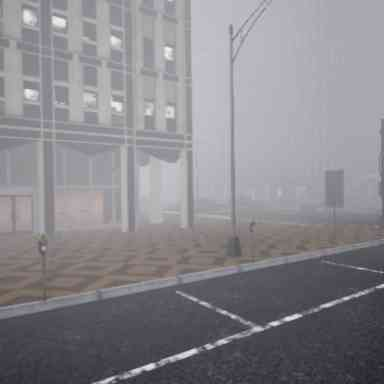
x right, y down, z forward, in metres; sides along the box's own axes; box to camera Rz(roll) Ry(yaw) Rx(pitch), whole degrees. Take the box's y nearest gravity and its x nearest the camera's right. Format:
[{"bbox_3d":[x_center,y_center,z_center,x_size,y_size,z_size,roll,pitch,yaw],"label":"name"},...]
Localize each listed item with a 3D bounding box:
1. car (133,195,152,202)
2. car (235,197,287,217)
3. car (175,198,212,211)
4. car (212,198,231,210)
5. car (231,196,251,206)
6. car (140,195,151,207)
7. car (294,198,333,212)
[{"bbox_3d":[-9.955,1.279,66.587,1.887,1.381,4.507,-1,1,-36],"label":"car"},{"bbox_3d":[6.288,1.470,30.163,1.752,1.417,4.829,-1,1,-36],"label":"car"},{"bbox_3d":[-0.129,1.451,39.240,1.752,1.417,4.829,-1,1,-36],"label":"car"},{"bbox_3d":[1.915,1.426,40.889,2.033,1.411,5.357,-1,1,-36],"label":"car"},{"bbox_3d":[6.272,1.219,44.034,1.967,1.590,4.097,-1,1,-36],"label":"car"},{"bbox_3d":[-6.653,1.347,48.445,1.967,1.590,4.097,-1,1,-36],"label":"car"},{"bbox_3d":[12.805,1.345,35.041,2.008,1.369,4.403,-1,1,-36],"label":"car"}]
